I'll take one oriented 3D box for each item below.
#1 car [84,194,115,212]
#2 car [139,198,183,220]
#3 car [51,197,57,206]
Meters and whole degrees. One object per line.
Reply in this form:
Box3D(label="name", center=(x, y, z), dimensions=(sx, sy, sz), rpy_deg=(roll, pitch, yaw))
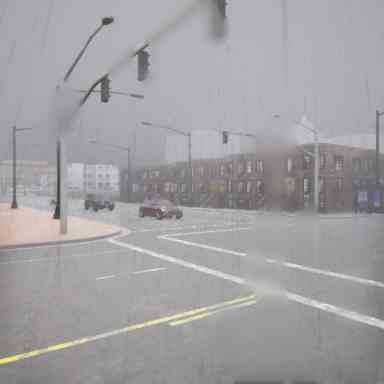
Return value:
Box3D(label="car", center=(-11.308, 1.223, 40.251), dimensions=(2.150, 2.045, 5.566), rpy_deg=(0, 0, -36))
Box3D(label="car", center=(-2.699, 1.352, 28.273), dimensions=(2.097, 1.767, 4.553), rpy_deg=(0, 0, -35))
Box3D(label="car", center=(-22.463, 1.526, 55.923), dimensions=(1.812, 1.442, 4.674), rpy_deg=(0, 0, -35))
